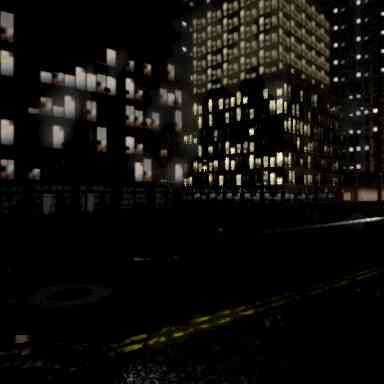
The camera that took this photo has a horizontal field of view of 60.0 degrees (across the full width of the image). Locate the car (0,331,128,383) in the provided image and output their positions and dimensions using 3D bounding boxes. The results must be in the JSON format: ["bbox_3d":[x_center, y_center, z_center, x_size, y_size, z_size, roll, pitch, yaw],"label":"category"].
[{"bbox_3d":[-2.332,1.567,1.829,4.181,1.385,1.994,0,0,-35],"label":"car"}]
